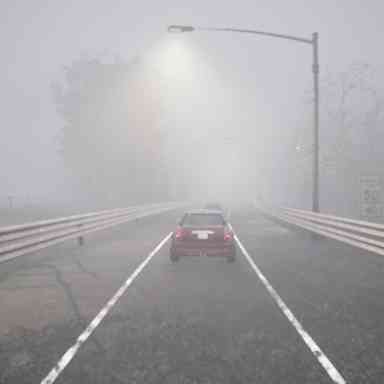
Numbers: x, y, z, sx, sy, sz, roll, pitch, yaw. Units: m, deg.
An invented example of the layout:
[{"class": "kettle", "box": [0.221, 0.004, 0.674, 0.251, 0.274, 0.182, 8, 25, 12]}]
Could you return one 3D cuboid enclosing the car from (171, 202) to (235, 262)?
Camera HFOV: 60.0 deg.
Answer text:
[{"class": "car", "box": [0.428, 1.434, 12.614, 2.097, 1.767, 4.553, 0, 0, 2]}]
